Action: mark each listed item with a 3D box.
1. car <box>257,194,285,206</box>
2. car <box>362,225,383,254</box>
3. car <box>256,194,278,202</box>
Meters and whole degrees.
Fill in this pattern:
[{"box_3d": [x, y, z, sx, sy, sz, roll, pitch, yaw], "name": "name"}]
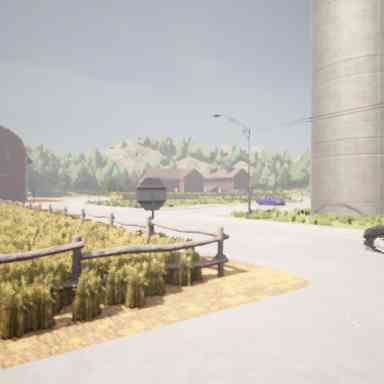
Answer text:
[{"box_3d": [12.997, 1.477, 54.261, 2.242, 1.667, 4.611, 0, 0, -36], "name": "car"}, {"box_3d": [8.422, 1.504, 11.287, 1.837, 1.490, 4.892, 0, 0, -36], "name": "car"}, {"box_3d": [16.491, 1.306, 73.232, 1.932, 1.855, 4.605, 0, 0, -36], "name": "car"}]
